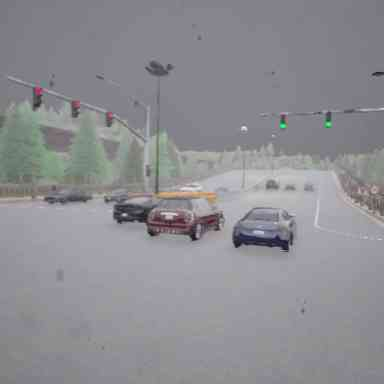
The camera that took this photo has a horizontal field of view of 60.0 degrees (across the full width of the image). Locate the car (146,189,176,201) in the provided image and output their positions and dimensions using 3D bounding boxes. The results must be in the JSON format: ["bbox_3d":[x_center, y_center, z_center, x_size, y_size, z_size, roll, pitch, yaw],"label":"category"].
[{"bbox_3d":[-3.990,0.346,43.778,1.895,1.301,4.718,2,2,21],"label":"car"}]

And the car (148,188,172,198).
[{"bbox_3d":[-4.852,0.105,51.125,1.895,1.301,4.718,2,2,21],"label":"car"}]

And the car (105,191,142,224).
[{"bbox_3d":[-2.372,0.927,18.479,1.882,1.535,5.008,2,2,21],"label":"car"}]

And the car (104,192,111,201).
[{"bbox_3d":[-7.356,0.409,35.158,1.837,1.490,4.892,2,2,21],"label":"car"}]

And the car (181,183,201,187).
[{"bbox_3d":[-0.096,-0.334,53.696,2.150,2.045,5.566,2,3,21],"label":"car"}]

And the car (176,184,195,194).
[{"bbox_3d":[-1.168,-0.512,60.687,1.837,1.490,4.892,2,5,21],"label":"car"}]

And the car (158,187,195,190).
[{"bbox_3d":[-1.902,0.449,39.522,2.033,1.411,5.357,2,2,21],"label":"car"}]

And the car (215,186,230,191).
[{"bbox_3d":[5.180,-0.233,57.704,2.033,1.411,5.357,2,5,21],"label":"car"}]

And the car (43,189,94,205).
[{"bbox_3d":[-12.017,0.418,32.839,2.033,1.411,5.357,2,2,21],"label":"car"}]

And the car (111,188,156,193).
[{"bbox_3d":[-5.259,0.624,30.912,1.994,1.385,4.181,2,2,21],"label":"car"}]

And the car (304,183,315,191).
[{"bbox_3d":[22.757,-1.002,64.403,2.033,1.411,5.357,2,8,21],"label":"car"}]

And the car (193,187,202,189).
[{"bbox_3d":[1.363,0.330,47.841,1.895,1.301,4.718,2,2,22],"label":"car"}]

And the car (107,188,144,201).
[{"bbox_3d":[-8.355,0.244,42.217,2.033,1.411,5.357,2,2,21],"label":"car"}]

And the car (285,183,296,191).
[{"bbox_3d":[19.463,-1.037,65.588,1.895,1.301,4.718,2,8,21],"label":"car"}]

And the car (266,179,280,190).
[{"bbox_3d":[16.300,-1.548,67.079,2.150,2.045,5.566,2,8,21],"label":"car"}]

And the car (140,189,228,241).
[{"bbox_3d":[-0.094,0.949,14.674,2.097,1.767,4.553,2,2,21],"label":"car"}]

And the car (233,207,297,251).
[{"bbox_3d":[2.945,1.272,12.853,1.994,1.385,4.181,2,2,21],"label":"car"}]
